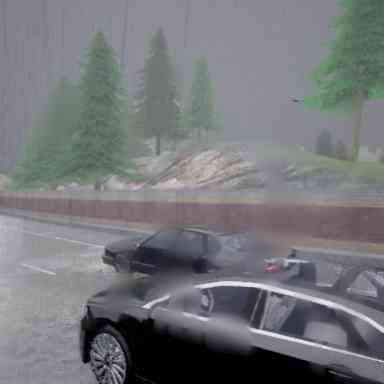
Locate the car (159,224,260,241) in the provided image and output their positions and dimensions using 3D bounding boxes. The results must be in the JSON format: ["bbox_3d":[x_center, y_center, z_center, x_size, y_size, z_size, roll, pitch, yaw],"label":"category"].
[{"bbox_3d":[-0.001,1.549,8.512,5.357,1.411,2.033,0,0,38],"label":"car"}]

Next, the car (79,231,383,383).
[{"bbox_3d":[0.781,1.492,3.557,4.902,1.511,2.128,0,0,36],"label":"car"}]
